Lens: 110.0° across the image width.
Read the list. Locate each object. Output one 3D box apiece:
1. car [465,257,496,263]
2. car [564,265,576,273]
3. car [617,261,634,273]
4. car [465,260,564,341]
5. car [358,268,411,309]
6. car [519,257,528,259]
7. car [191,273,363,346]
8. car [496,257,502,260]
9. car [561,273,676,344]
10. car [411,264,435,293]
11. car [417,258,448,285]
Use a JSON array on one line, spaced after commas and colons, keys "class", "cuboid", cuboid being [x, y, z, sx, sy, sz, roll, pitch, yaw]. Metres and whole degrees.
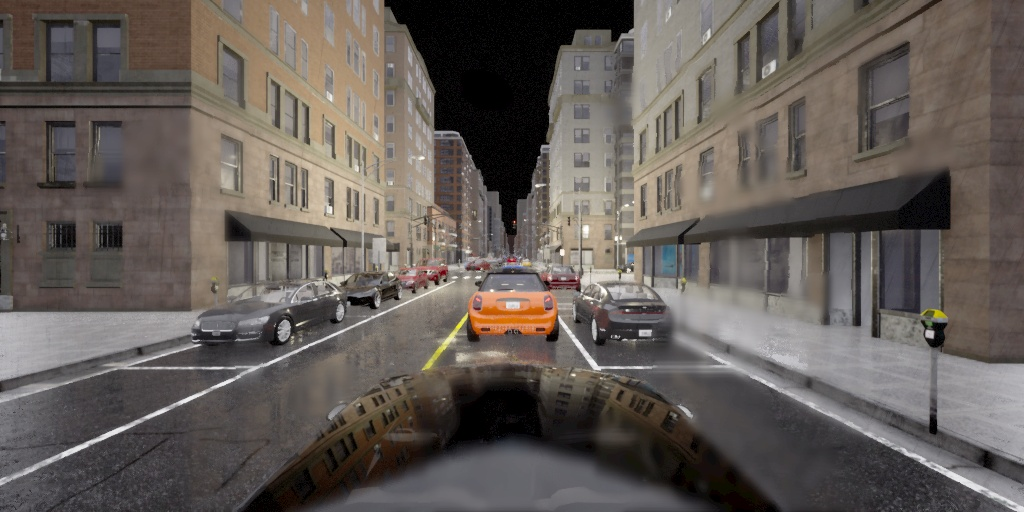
[{"class": "car", "cuboid": [-4.161, 1.217, 46.156, 1.882, 1.535, 5.008, 1, 0, 17]}, {"class": "car", "cuboid": [2.657, 1.187, 20.378, 1.967, 1.591, 4.097, 0, 0, 0]}, {"class": "car", "cuboid": [14.539, 1.238, 41.011, 4.892, 1.490, 1.837, 0, 0, 1]}, {"class": "car", "cuboid": [0.014, 1.101, 9.987, 2.097, 1.767, 4.553, 0, 0, 0]}, {"class": "car", "cuboid": [-5.865, 1.314, 14.823, 1.948, 1.339, 4.313, 0, 0, 0]}, {"class": "car", "cuboid": [2.626, 1.260, 64.209, 1.751, 1.417, 4.829, 0, 0, 0]}, {"class": "car", "cuboid": [-5.861, 1.300, 9.299, 2.007, 1.370, 4.403, 0, 0, 0]}, {"class": "car", "cuboid": [-3.119, 1.261, 59.594, 1.812, 1.442, 4.674, 0, 0, 0]}, {"class": "car", "cuboid": [2.665, 1.300, 9.328, 2.007, 1.370, 4.403, 0, 0, 0]}, {"class": "car", "cuboid": [-5.869, 1.330, 20.347, 1.802, 1.307, 4.207, 0, 0, 0]}, {"class": "car", "cuboid": [-5.873, 1.061, 25.870, 2.192, 1.841, 5.009, 0, 0, 0]}]
